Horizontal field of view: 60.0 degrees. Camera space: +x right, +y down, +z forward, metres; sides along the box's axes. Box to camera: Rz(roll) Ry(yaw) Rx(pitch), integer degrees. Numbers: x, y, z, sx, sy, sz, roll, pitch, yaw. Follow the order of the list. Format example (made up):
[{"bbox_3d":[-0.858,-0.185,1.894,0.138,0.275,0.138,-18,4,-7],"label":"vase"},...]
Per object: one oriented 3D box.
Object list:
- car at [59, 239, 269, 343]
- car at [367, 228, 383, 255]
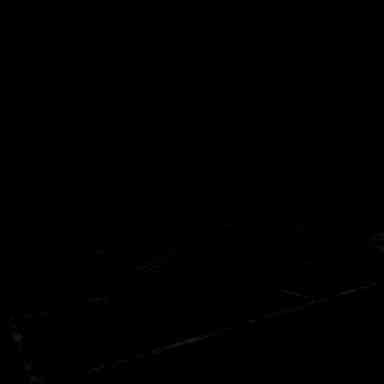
[{"bbox_3d":[-0.308,1.610,6.428,4.206,1.307,1.802,1,0,-35],"label":"car"},{"bbox_3d":[8.491,1.642,12.701,4.829,1.417,1.752,1,0,-35],"label":"car"}]
